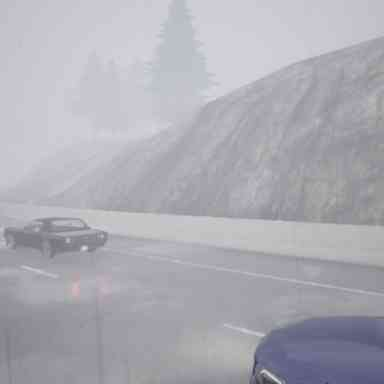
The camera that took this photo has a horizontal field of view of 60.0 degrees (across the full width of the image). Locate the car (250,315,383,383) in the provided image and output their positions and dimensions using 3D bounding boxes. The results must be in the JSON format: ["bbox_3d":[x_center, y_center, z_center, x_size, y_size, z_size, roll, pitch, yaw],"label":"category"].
[{"bbox_3d":[2.665,1.534,2.169,4.674,1.442,1.812,0,0,35],"label":"car"}]

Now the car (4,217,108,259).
[{"bbox_3d":[-5.380,1.619,12.776,4.718,1.301,1.895,0,0,40],"label":"car"}]
